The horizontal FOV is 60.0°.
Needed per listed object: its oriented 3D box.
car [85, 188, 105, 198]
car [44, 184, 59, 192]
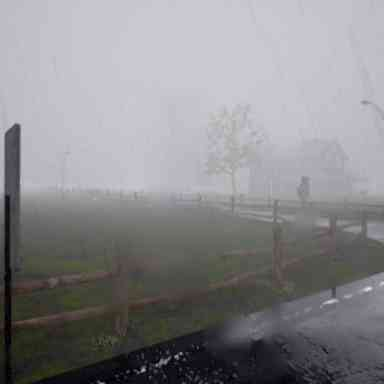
[{"bbox_3d":[-15.375,0.193,52.488,1.837,1.490,4.892,0,1,-35],"label":"car"},{"bbox_3d":[-36.067,-0.978,86.381,2.150,2.045,5.566,0,1,-35],"label":"car"}]
